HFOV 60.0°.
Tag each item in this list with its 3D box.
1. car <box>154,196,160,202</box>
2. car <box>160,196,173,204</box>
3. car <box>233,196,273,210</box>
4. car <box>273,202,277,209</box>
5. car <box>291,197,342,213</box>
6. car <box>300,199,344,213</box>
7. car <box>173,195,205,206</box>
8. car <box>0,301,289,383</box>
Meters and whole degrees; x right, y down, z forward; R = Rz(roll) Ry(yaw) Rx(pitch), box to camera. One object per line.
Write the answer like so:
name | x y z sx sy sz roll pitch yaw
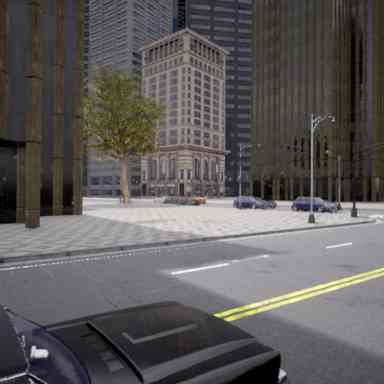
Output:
car | -6.389 1.568 72.085 1.812 1.442 4.674 1 -1 -45
car | -3.259 1.544 59.248 1.994 1.385 4.181 1 -1 -42
car | 7.351 1.304 42.020 2.097 1.767 4.553 1 0 -39
car | 9.214 1.488 44.882 1.837 1.490 4.892 1 0 -40
car | 12.857 1.303 35.099 2.097 1.767 4.553 1 0 -37
car | 14.788 1.548 37.938 1.994 1.385 4.181 1 0 -38
car | -0.522 1.513 51.303 1.994 1.385 4.181 1 0 -41
car | -1.458 1.601 2.401 4.718 1.301 1.895 0 0 -35
